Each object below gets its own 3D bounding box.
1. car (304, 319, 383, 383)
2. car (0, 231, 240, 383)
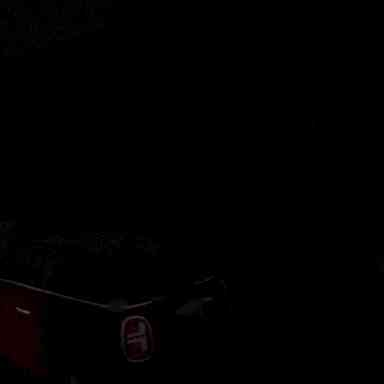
[{"bbox_3d":[2.799,1.356,1.535,4.553,1.767,2.185,0,0,36],"label":"car"},{"bbox_3d":[-1.699,1.350,4.743,4.553,1.767,2.185,0,0,36],"label":"car"}]
